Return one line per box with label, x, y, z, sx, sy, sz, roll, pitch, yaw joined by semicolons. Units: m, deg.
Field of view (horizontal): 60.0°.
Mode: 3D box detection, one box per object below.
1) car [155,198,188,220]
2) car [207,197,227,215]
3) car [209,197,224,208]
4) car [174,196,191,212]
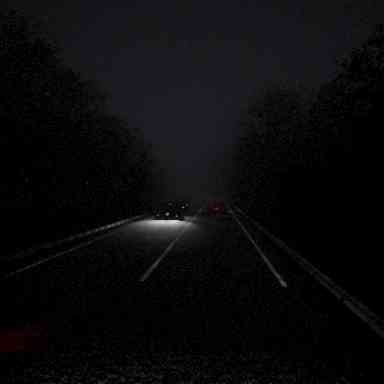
car;-1.697;1.465;26.944;1.994;1.385;4.181;1;0;4
car;2.547;1.437;34.383;1.882;1.535;5.008;1;0;4
car;3.637;1.487;49.095;2.033;1.411;5.357;1;0;4
car;-1.140;1.179;33.276;1.882;1.535;5.008;1;0;4
